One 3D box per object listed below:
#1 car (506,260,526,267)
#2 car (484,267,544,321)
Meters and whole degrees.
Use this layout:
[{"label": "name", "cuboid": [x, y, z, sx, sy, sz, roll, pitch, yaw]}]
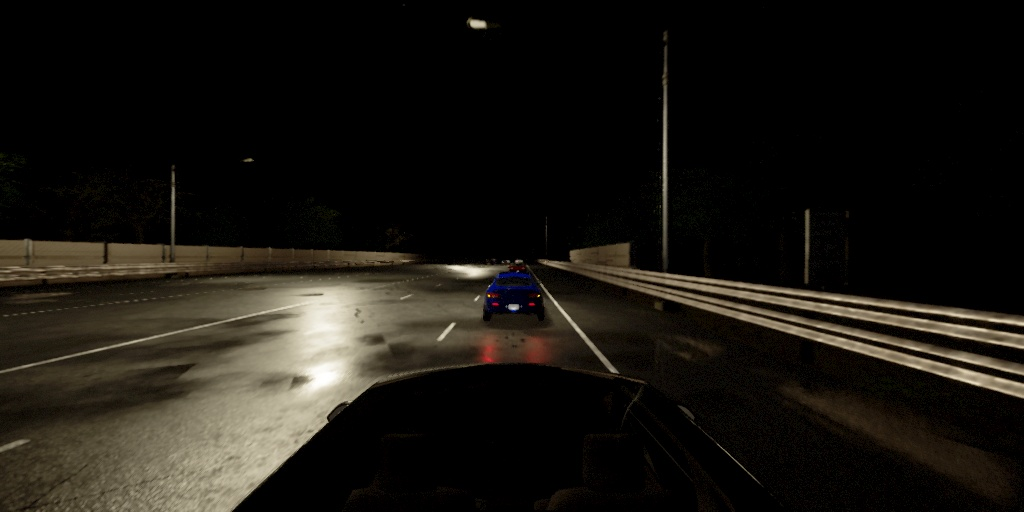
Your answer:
[{"label": "car", "cuboid": [0.649, 1.384, 41.174, 1.895, 1.301, 4.718, 0, 0, 1]}, {"label": "car", "cuboid": [0.072, 1.267, 12.373, 1.812, 1.442, 4.674, 0, 0, 1]}]
